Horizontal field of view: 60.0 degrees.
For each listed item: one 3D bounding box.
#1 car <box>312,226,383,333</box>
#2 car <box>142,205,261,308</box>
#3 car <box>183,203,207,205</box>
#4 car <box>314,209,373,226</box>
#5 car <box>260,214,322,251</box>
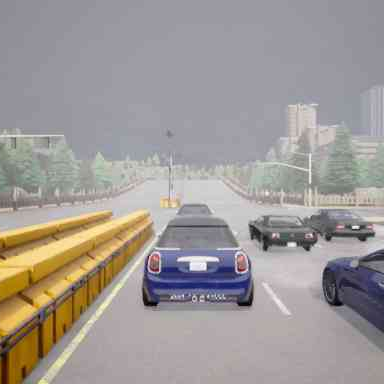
[{"bbox_3d":[3.613,1.526,5.044,1.812,1.442,4.674,0,0,0],"label":"car"},{"bbox_3d":[0.115,1.352,8.099,2.097,1.767,4.553,0,0,0],"label":"car"},{"bbox_3d":[0.133,1.351,17.192,2.097,1.767,4.553,0,0,0],"label":"car"},{"bbox_3d":[7.112,1.548,16.679,2.033,1.411,5.357,0,0,3],"label":"car"},{"bbox_3d":[3.625,1.601,14.186,1.895,1.301,4.718,0,0,1],"label":"car"}]
